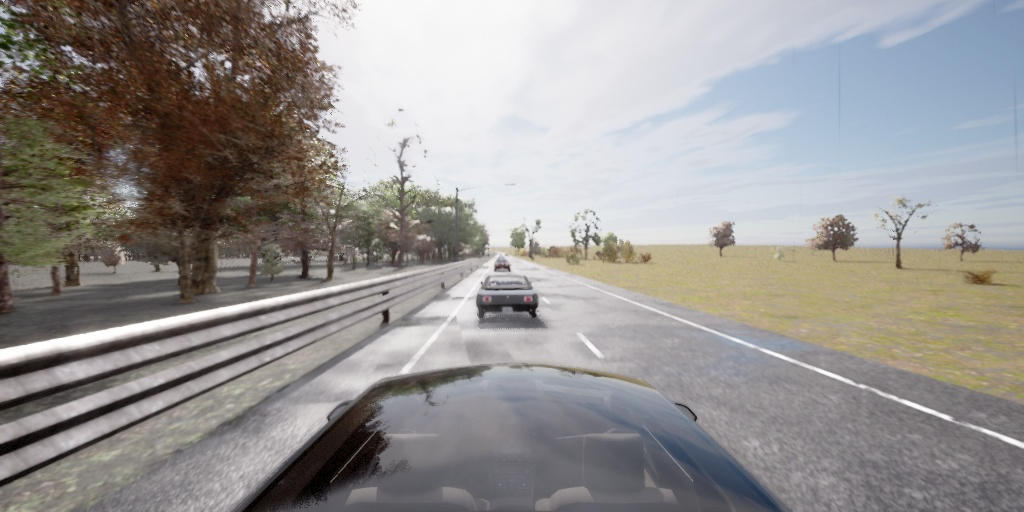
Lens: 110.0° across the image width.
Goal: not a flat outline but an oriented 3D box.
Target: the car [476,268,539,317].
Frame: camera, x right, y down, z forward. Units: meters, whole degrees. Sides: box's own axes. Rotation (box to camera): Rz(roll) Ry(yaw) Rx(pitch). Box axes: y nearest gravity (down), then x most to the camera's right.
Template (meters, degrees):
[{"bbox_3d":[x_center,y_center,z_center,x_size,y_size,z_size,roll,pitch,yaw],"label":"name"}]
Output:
[{"bbox_3d":[-0.198,1.276,12.729,1.895,1.301,4.718,0,0,-2],"label":"car"}]

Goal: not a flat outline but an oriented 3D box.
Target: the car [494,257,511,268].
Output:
[{"bbox_3d":[-1.154,1.056,42.681,1.895,1.301,4.718,0,0,-2],"label":"car"}]
